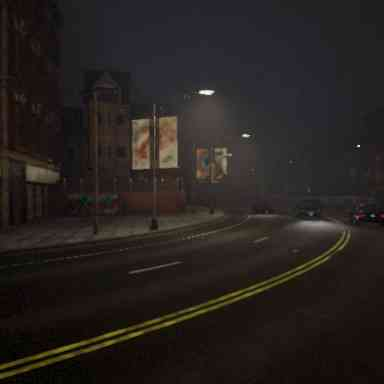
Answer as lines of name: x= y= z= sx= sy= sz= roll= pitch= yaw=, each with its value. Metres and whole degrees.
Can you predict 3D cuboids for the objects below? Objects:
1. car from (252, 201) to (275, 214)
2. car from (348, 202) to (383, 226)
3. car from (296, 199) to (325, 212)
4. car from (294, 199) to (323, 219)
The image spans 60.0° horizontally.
car: x=7.843 y=1.675 z=37.040 sx=2.033 sy=1.411 sz=5.357 roll=0 pitch=0 yaw=3
car: x=12.348 y=1.578 z=23.627 sx=2.033 sy=1.411 sz=5.357 roll=0 pitch=0 yaw=19
car: x=14.676 y=1.606 z=41.553 sx=1.837 sy=1.490 sz=4.892 roll=0 pitch=0 yaw=-2
car: x=10.152 y=1.566 z=29.397 sx=2.128 sy=1.511 sz=4.902 roll=0 pitch=0 yaw=12
